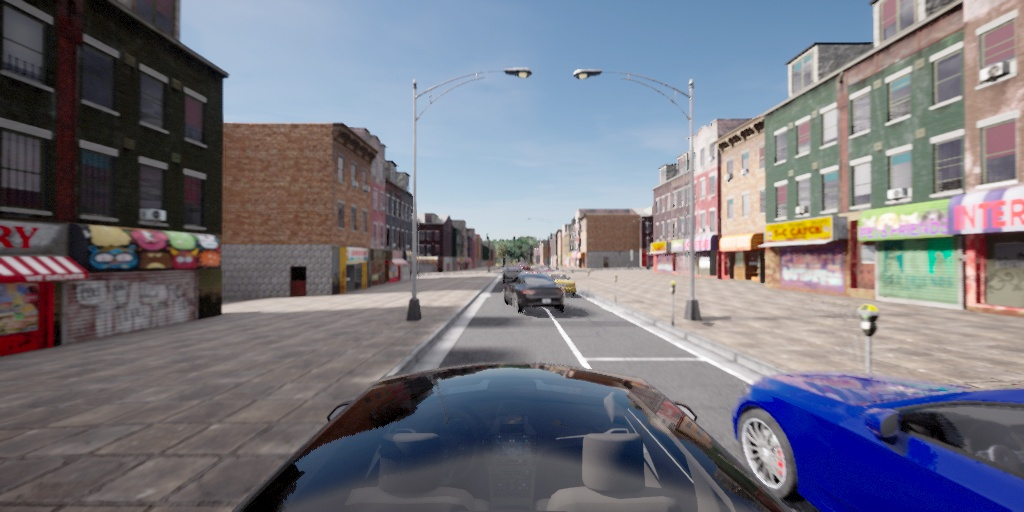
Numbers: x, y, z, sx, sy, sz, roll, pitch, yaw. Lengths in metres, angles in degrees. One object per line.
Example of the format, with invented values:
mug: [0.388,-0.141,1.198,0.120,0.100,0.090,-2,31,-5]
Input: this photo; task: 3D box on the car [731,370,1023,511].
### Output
car: [3.021,1.274,1.511,1.812,1.442,4.674,0,-1,0]

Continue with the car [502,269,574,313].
car: [0.813,1.435,14.830,1.812,1.442,4.674,0,-1,-10]

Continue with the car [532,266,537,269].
car: [2.675,1.642,26.332,1.802,1.307,4.207,0,0,0]

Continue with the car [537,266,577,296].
car: [2.667,1.513,21.035,1.751,1.417,4.829,0,0,0]

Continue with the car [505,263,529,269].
car: [0.132,1.625,31.834,2.128,1.511,4.902,0,-1,1]
